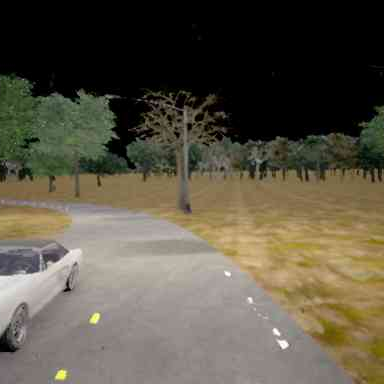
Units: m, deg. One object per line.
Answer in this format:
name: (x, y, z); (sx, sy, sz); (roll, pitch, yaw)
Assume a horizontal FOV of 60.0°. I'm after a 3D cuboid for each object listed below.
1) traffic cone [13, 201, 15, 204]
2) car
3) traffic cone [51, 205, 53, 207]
traffic cone: (-34.435, 1.942, 64.448); (0.340, 0.580, 0.340); (1, 3, 40)
car: (-3.501, 1.639, 6.212); (1.895, 1.301, 4.718); (-1, 0, -5)
traffic cone: (-21.185, 2.033, 50.341); (0.340, 0.580, 0.340); (-3, 2, -37)
